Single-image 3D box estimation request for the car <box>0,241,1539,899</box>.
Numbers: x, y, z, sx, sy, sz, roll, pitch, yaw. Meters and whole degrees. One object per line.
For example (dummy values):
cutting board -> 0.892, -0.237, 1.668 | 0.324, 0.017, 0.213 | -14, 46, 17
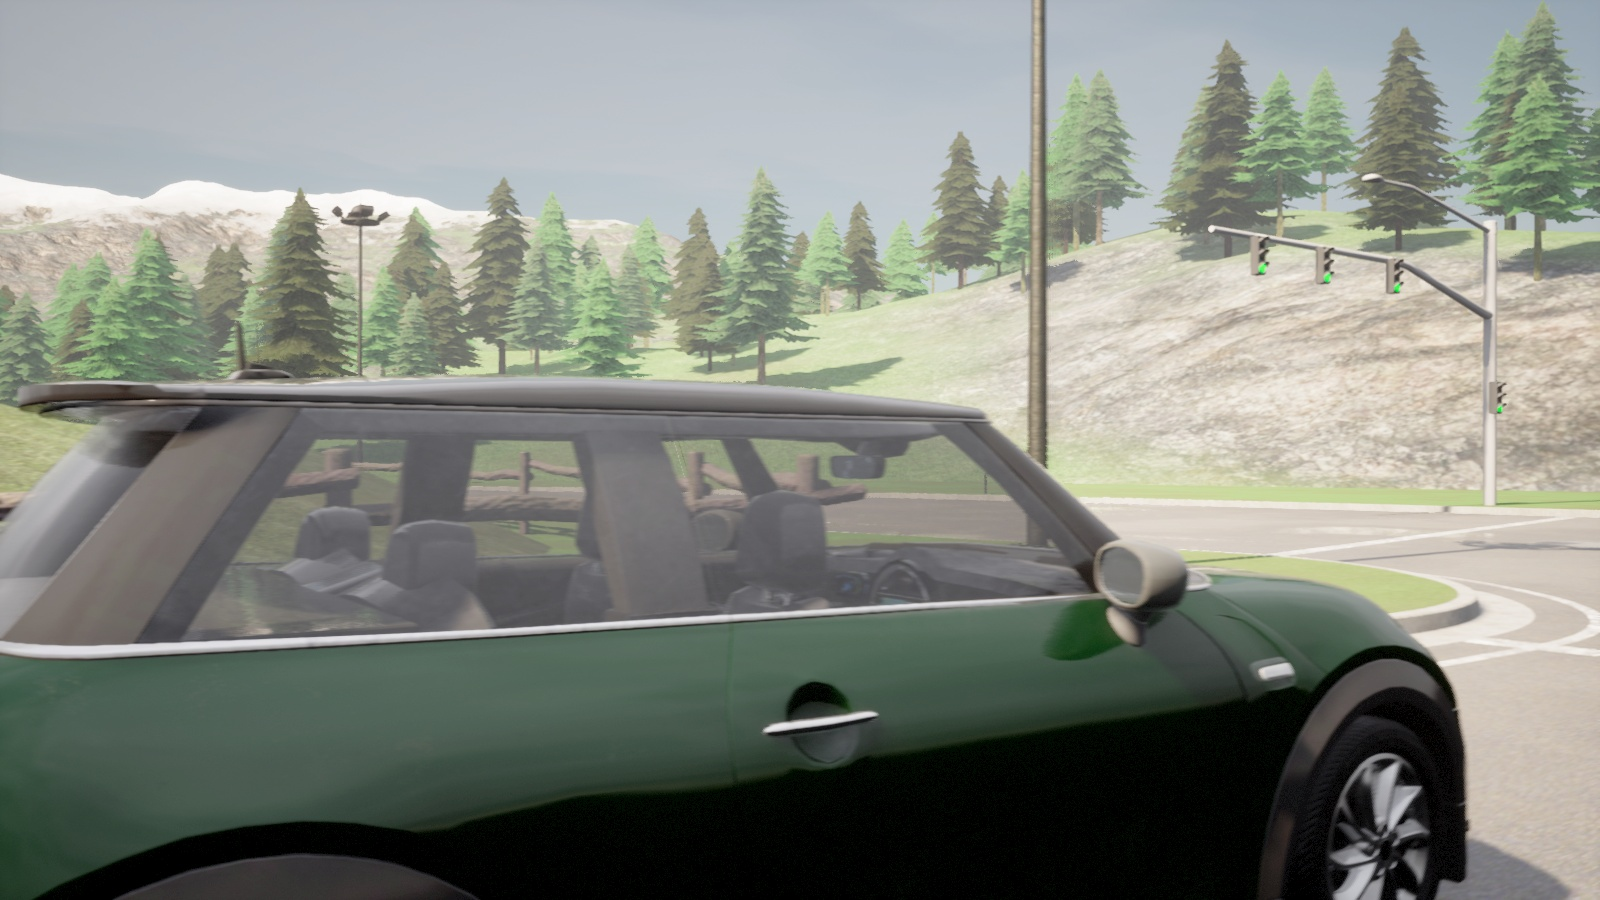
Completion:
car -> -0.092, 0.614, 3.595 | 4.553, 1.767, 2.097 | 0, 0, -35
